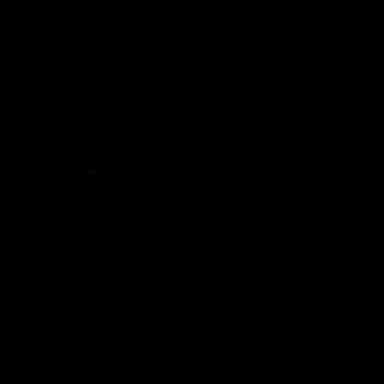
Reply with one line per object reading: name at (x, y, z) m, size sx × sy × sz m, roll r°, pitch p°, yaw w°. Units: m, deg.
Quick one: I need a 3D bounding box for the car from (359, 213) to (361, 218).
car at (30.107, 5.100, 59.766) m, size 2.185 × 1.767 × 4.553 m, roll -1°, pitch 0°, yaw 36°
